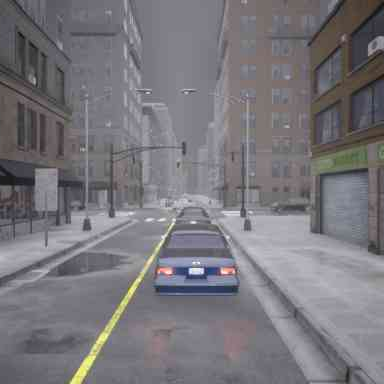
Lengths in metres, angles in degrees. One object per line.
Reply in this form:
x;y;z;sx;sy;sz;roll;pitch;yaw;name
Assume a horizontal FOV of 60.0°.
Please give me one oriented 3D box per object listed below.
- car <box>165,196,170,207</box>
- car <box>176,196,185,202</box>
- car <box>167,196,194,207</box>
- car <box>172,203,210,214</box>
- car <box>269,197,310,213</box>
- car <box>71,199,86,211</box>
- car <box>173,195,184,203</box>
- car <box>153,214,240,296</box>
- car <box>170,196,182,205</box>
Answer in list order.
-2.810;1.351;49.838;2.097;1.767;4.553;0;0;1;car
-2.654;1.599;78.884;1.895;1.301;4.718;0;0;0;car
-0.916;1.521;40.552;1.812;1.442;4.674;1;0;20;car
0.086;1.563;19.353;1.994;1.385;4.181;0;0;1;car
10.886;1.353;36.679;4.553;1.767;2.097;0;0;0;car
-14.697;1.539;39.283;4.313;1.339;1.947;0;0;0;car
-2.676;1.493;68.570;2.128;1.511;4.902;0;0;0;car
0.094;1.547;8.807;2.033;1.411;5.357;0;0;0;car
-2.758;1.526;58.567;1.812;1.442;4.674;0;0;0;car
